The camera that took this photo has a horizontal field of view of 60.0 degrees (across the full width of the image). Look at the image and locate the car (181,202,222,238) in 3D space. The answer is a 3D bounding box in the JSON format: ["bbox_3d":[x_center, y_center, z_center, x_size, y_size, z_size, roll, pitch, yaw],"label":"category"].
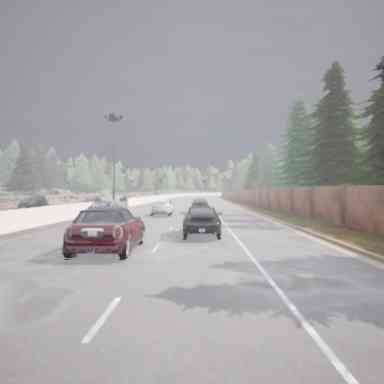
[{"bbox_3d":[0.501,1.472,17.320,1.837,1.490,4.892,0,0,1],"label":"car"}]

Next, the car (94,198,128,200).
[{"bbox_3d":[-6.361,1.442,24.488,2.128,1.511,4.902,0,0,1],"label":"car"}]

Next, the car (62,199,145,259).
[{"bbox_3d":[-3.092,1.326,12.584,2.097,1.767,4.553,0,0,1],"label":"car"}]

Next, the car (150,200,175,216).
[{"bbox_3d":[-2.746,1.464,31.519,1.812,1.442,4.674,0,0,1],"label":"car"}]

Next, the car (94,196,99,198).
[{"bbox_3d":[-16.367,1.415,54.963,1.812,1.442,4.674,0,0,3],"label":"car"}]

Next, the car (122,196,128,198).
[{"bbox_3d":[-12.492,1.387,63.524,1.895,1.301,4.718,0,0,2],"label":"car"}]

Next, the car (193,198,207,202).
[{"bbox_3d":[0.823,1.437,35.345,1.837,1.490,4.892,0,0,1],"label":"car"}]
